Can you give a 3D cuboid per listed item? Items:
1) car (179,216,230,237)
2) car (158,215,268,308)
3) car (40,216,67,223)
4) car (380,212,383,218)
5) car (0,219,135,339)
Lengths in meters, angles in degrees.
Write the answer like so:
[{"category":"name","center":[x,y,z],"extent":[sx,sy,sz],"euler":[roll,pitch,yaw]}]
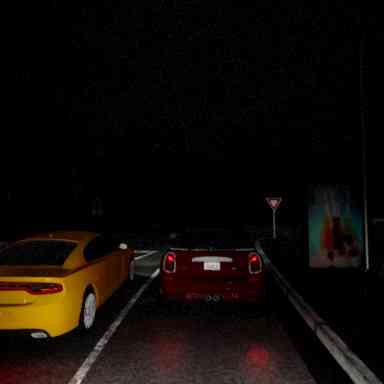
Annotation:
[{"category":"car","center":[1.091,2.595,25.671],"extent":[1.837,1.490,4.892],"euler":[-3,-5,30]},{"category":"car","center":[0.485,1.438,8.226],"extent":[2.097,1.767,4.553],"euler":[0,-2,3]},{"category":"car","center":[-21.668,4.457,52.464],"extent":[4.181,1.385,1.994],"euler":[2,-4,-23]},{"category":"car","center":[27.481,2.670,44.040],"extent":[4.718,1.301,1.895],"euler":[-5,-3,-9]},{"category":"car","center":[-2.515,1.540,6.877],"extent":[1.882,1.535,5.008],"euler":[0,-1,3]}]
